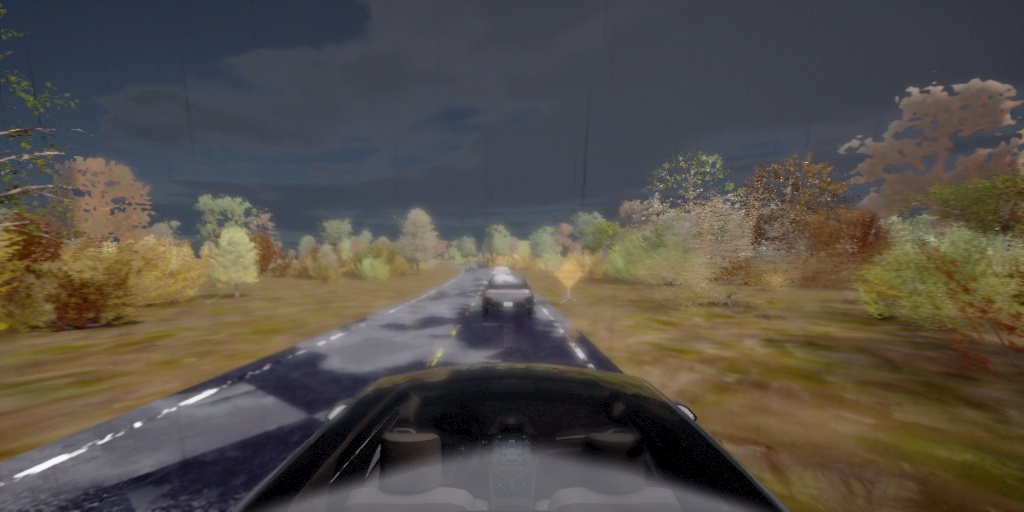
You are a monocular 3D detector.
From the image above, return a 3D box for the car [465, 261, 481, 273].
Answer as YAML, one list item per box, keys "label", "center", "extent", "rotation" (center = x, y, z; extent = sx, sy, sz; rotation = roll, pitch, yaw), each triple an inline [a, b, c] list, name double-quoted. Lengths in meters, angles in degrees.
- label: "car"
  center: [-6.766, 1.899, 60.136]
  extent: [2.097, 1.767, 4.553]
  rotation: [0, -1, -6]

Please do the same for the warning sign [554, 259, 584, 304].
- label: "warning sign"
  center: [2.421, 1.044, 15.313]
  extent: [1.300, 1.860, 1.060]
  rotation: [0, 0, -2]

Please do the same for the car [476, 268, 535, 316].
- label: "car"
  center: [-0.175, 1.408, 14.211]
  extent: [2.128, 1.511, 4.902]
  rotation: [0, -1, -1]
